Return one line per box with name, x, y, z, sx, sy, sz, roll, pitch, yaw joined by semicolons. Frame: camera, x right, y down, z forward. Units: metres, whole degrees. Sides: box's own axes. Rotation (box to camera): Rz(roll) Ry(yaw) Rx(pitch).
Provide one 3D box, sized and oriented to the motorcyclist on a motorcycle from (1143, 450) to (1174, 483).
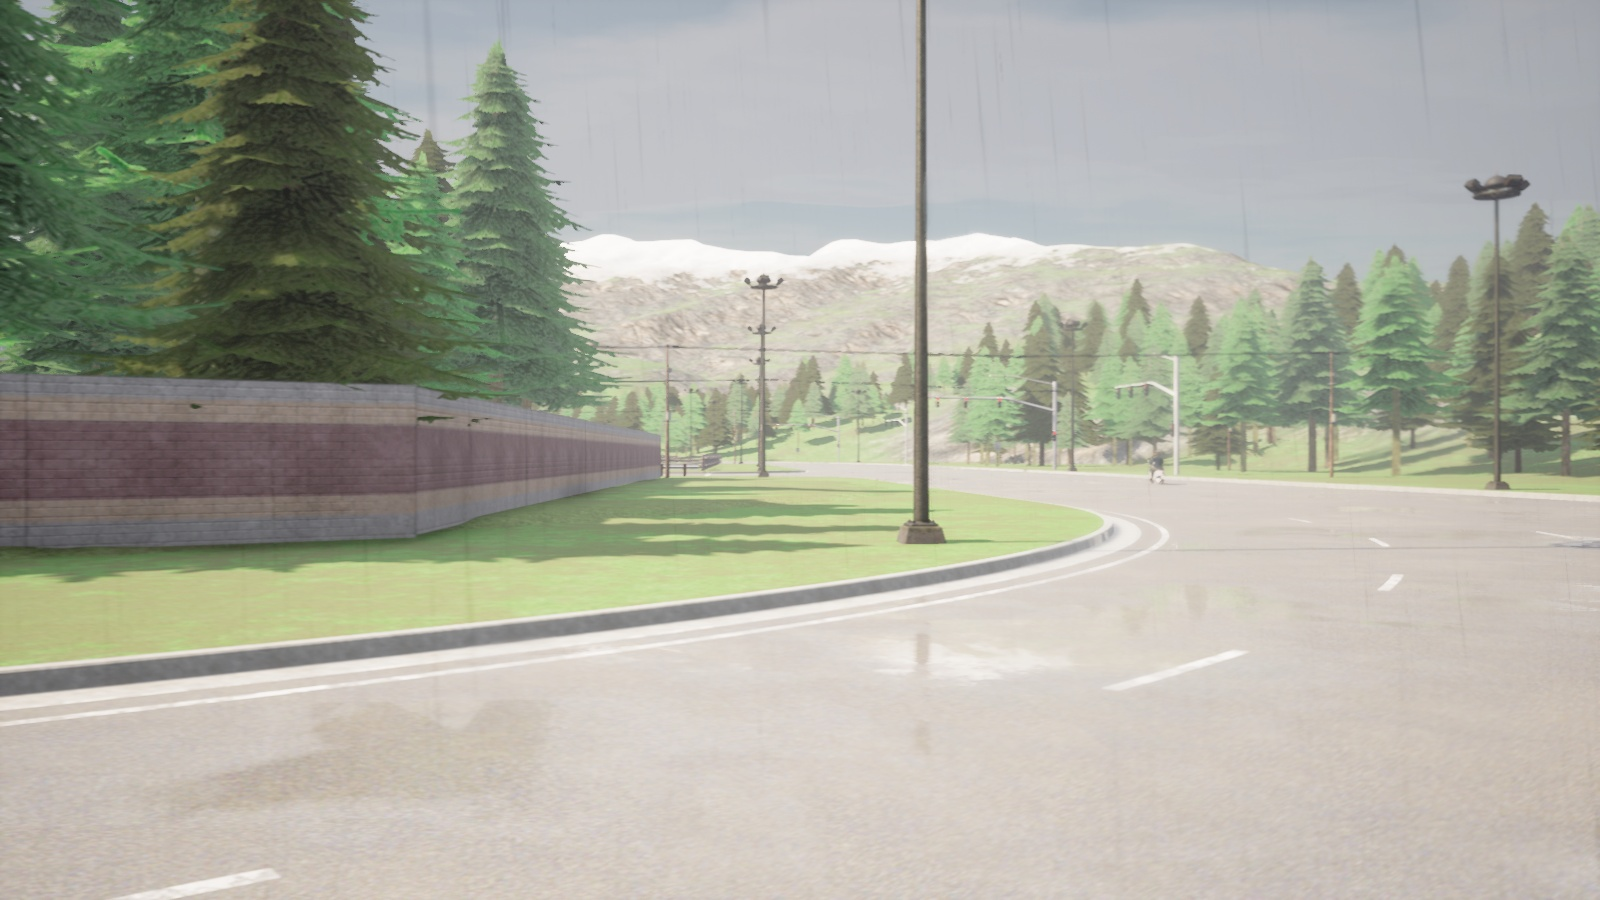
motorcyclist on a motorcycle;17.795;0.817;62.360;0.866;1.590;1.817;0;2;-5
